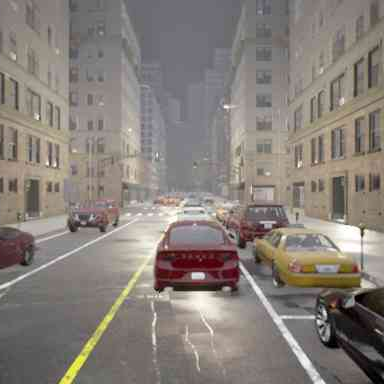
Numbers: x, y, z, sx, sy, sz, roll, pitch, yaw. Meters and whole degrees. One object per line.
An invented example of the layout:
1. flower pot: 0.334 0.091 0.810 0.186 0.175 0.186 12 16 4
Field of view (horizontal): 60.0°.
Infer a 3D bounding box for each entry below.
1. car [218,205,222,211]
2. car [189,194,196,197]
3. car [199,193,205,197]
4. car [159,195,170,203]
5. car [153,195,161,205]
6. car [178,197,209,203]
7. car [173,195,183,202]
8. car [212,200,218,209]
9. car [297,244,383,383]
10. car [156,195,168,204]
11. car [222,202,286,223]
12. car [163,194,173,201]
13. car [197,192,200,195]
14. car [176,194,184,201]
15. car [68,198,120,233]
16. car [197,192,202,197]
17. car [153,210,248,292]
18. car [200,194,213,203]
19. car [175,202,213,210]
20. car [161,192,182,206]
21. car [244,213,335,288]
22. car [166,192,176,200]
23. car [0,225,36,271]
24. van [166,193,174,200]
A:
1. car: 2.786 1.595 20.047 1.802 1.307 4.206 0 0 0
2. car: 0.089 1.229 93.025 1.837 1.490 4.892 0 0 0
3. car: 2.836 1.396 68.722 1.752 1.417 4.829 1 0 0
4. car: -5.690 1.416 68.569 1.887 1.381 4.507 1 0 0
5. car: -5.701 1.466 57.721 1.887 1.381 4.507 0 0 0
6. car: 0.114 1.494 29.832 2.128 1.511 4.902 0 0 0
7. car: -2.933 1.415 70.285 1.994 1.385 4.181 0 0 0
8. car: 2.791 1.533 25.771 1.752 1.417 4.829 0 0 0
9. car: 2.768 1.572 3.391 1.947 1.339 4.313 0 0 0
10. car: -5.695 1.338 63.145 1.967 1.590 4.097 1 0 0
11. car: 2.781 1.329 14.496 2.192 1.841 5.009 0 0 0
12. car: -5.678 1.252 79.415 1.967 1.590 4.097 1 0 0
13. car: 2.858 1.187 90.246 1.967 1.590 4.097 1 0 0
14. car: -2.923 1.329 80.554 1.812 1.442 4.674 0 0 0
15. car: -5.739 1.328 20.063 2.192 1.841 5.009 0 0 0
16. car: 2.846 1.394 79.401 1.802 1.307 4.206 1 0 0
17. car: 0.073 1.489 9.012 1.882 1.535 5.008 0 0 -1
18. car: 2.824 1.472 57.706 2.008 1.369 4.403 0 0 0
19. car: 0.114 1.539 18.662 1.812 1.442 4.674 0 0 0
20. car: -3.099 1.297 51.552 2.097 1.767 4.553 0 0 2
21. car: 2.775 1.536 9.112 1.752 1.417 4.829 0 0 0
22. car: -5.666 1.062 90.260 2.192 1.841 5.009 1 0 0
23. car: -5.752 1.593 8.957 1.802 1.307 4.206 0 0 0
24. van: -5.672 1.121 84.837 1.690 1.788 3.998 1 0 0
